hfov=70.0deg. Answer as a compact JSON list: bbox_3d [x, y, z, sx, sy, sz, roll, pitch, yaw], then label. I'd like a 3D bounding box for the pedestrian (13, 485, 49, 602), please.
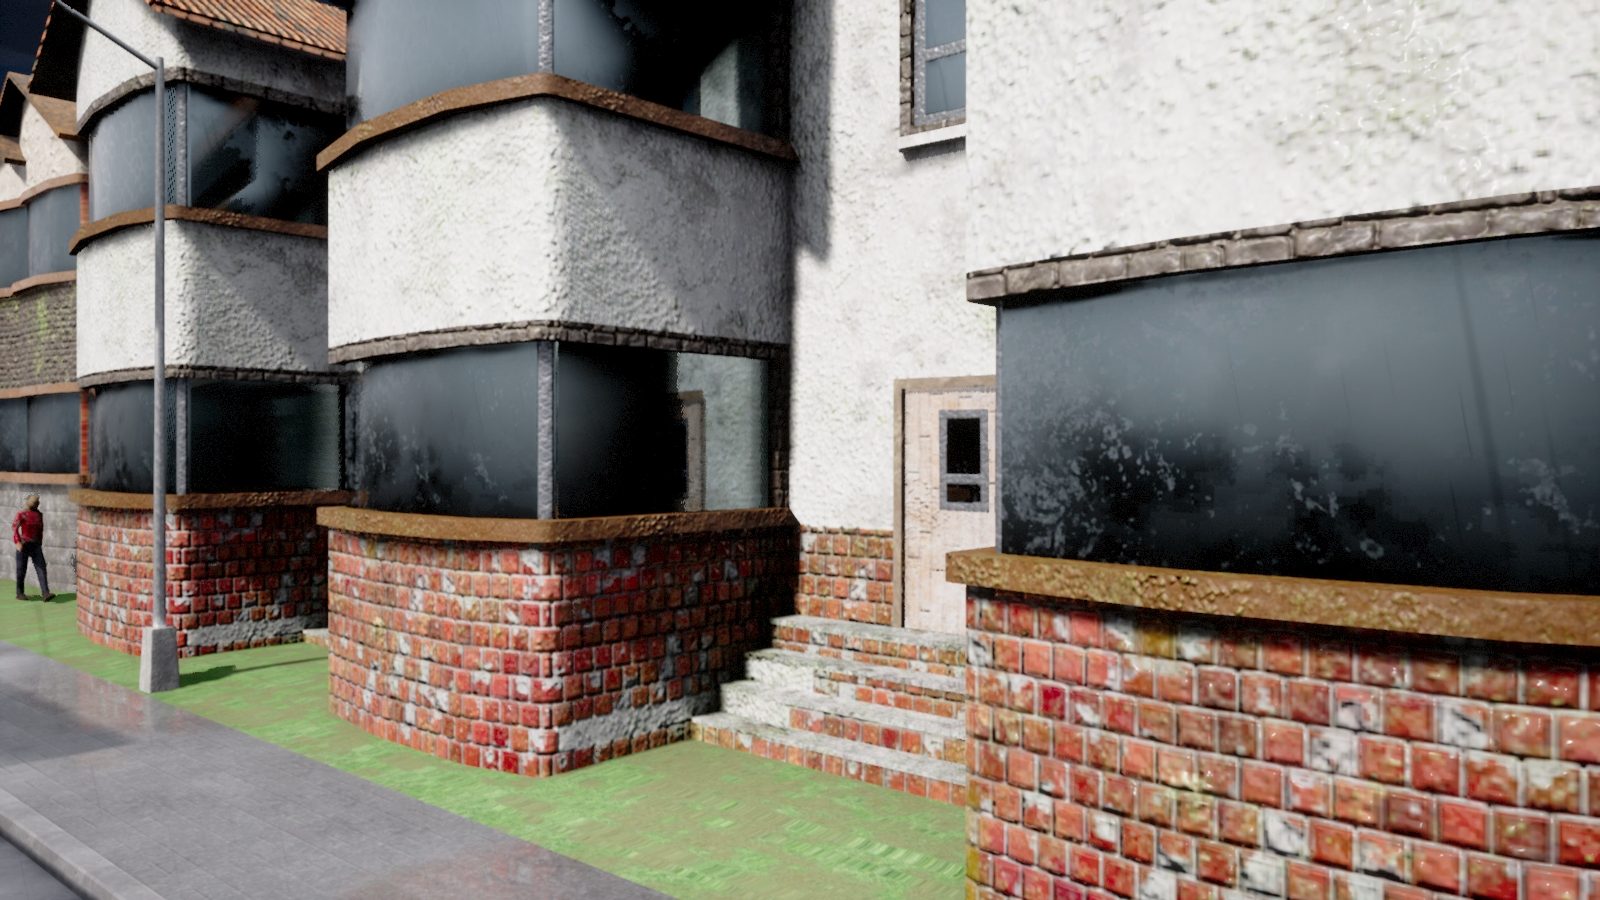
[{"bbox_3d":[-12.567,1.518,18.670,0.375,1.860,0.375,0,0,32],"label":"pedestrian"}]
